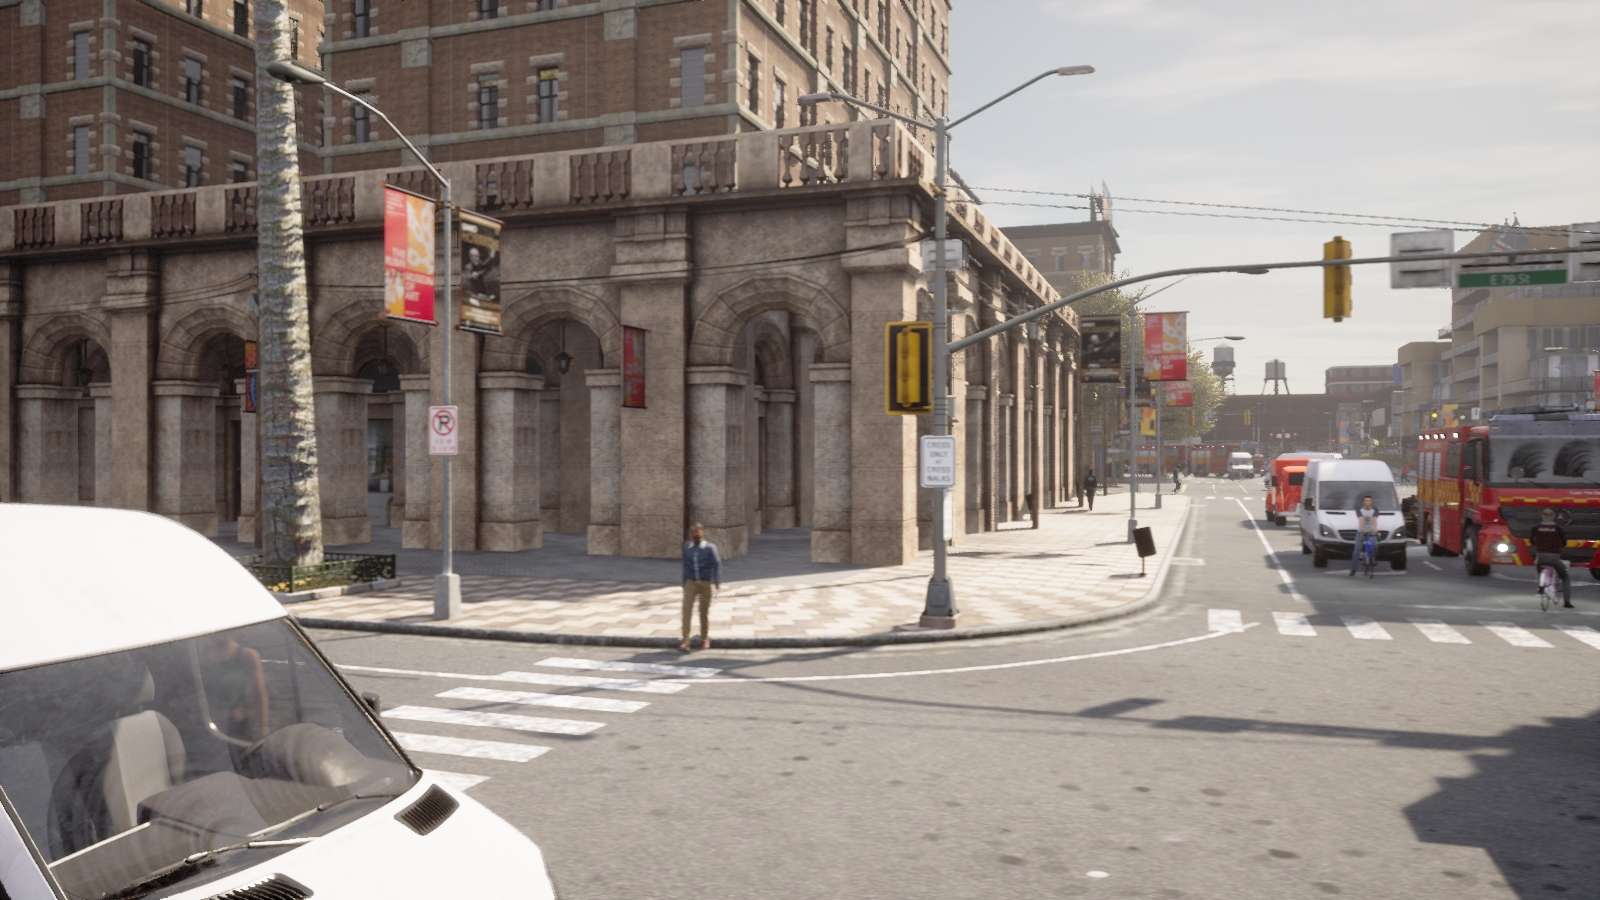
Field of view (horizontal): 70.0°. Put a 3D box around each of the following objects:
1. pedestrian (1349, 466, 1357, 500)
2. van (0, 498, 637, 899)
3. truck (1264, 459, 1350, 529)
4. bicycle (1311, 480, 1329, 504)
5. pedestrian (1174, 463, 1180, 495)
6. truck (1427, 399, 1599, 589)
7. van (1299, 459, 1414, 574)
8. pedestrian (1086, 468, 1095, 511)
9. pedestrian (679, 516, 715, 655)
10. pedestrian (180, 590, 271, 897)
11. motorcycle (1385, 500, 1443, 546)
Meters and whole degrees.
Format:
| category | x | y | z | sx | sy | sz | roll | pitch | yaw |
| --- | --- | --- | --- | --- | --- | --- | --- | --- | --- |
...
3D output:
| category | x | y | z | sx | sy | sz | roll | pitch | yaw |
| --- | --- | --- | --- | --- | --- | --- | --- | --- | --- |
| pedestrian | 30.670 | 1.848 | 63.359 | 0.375 | 1.860 | 0.375 | 0 | 0 | 22 |
| van | -3.833 | 1.534 | 4.908 | 5.915 | 2.561 | 1.988 | 0 | 0 | 17 |
| truck | 19.077 | 1.573 | 43.229 | 2.627 | 2.467 | 5.204 | 0 | 0 | 20 |
| bicycle | 27.303 | 2.210 | 59.956 | 0.329 | 1.171 | 1.835 | 0 | 0 | 42 |
| pedestrian | 22.104 | 1.697 | 66.979 | 0.375 | 1.860 | 0.375 | 0 | 0 | 20 |
| truck | 17.298 | 0.891 | 27.212 | 2.891 | 3.827 | 8.468 | 0 | 0 | 20 |
| van | 13.952 | 1.534 | 28.972 | 1.988 | 2.561 | 5.915 | 0 | 0 | 20 |
| pedestrian | 12.626 | 1.696 | 49.653 | 0.375 | 1.860 | 0.375 | 0 | 0 | 15 |
| pedestrian | -1.415 | 1.848 | 15.697 | 0.375 | 1.860 | 0.375 | 0 | 0 | 15 |
| pedestrian | -3.669 | 1.849 | 7.307 | 0.375 | 1.860 | 0.375 | 0 | 0 | 6 |
| motorcycle | 18.644 | 2.205 | 34.736 | 0.867 | 1.251 | 2.209 | 0 | 0 | 8 |
